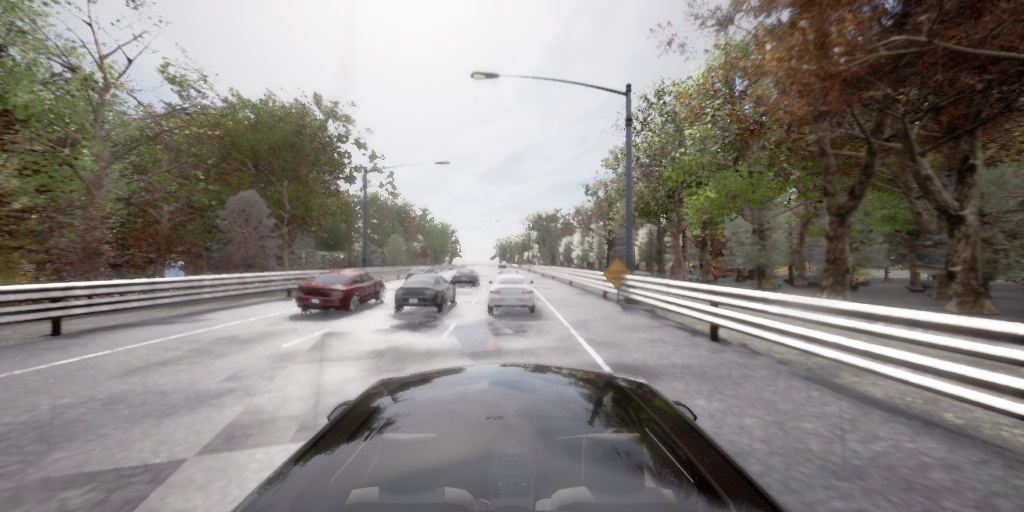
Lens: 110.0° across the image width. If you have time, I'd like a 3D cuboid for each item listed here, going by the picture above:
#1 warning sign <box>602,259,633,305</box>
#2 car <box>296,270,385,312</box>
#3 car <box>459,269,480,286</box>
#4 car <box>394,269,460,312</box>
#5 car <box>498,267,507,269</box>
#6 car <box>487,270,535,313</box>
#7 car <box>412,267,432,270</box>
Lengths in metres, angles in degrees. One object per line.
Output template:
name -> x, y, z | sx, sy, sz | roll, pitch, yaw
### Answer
warning sign -> 4.476, 1.054, 15.111 | 1.300, 1.860, 1.060 | 0, 0, -1
car -> -7.021, 1.333, 15.295 | 1.882, 1.535, 5.008 | 4, 3, 0
car -> -3.747, 1.723, 29.560 | 1.994, 1.385, 4.181 | 0, -1, -1
car -> -3.530, 1.464, 15.102 | 1.812, 1.442, 4.674 | 0, -1, 0
car -> -0.240, 1.748, 28.875 | 1.895, 1.301, 4.718 | 0, -1, -1
car -> -0.031, 1.463, 15.062 | 1.812, 1.442, 4.674 | 0, -1, 0
car -> -7.247, 1.662, 29.402 | 1.837, 1.490, 4.892 | 0, -1, -1
